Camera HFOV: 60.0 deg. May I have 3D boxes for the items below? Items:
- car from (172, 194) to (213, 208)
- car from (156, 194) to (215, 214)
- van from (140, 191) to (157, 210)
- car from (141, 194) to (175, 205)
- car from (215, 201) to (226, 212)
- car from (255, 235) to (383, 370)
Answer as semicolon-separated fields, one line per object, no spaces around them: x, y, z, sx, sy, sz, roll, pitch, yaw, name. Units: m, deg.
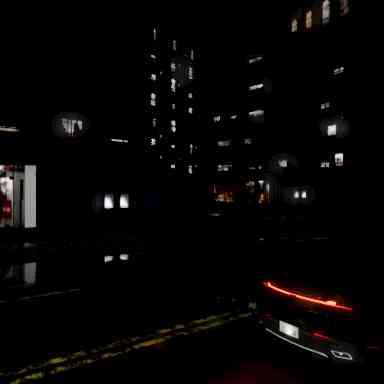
0.041;1.041;39.219;4.403;1.369;2.008;1;0;37;car
-0.614;1.138;29.221;4.403;1.369;2.008;1;0;37;car
-5.021;0.817;32.546;3.998;1.788;1.690;1;0;37;van
-4.373;0.961;42.543;4.206;1.307;1.802;1;0;37;car
0.848;1.067;31.344;5.008;1.535;1.882;2;1;37;car
3.230;1.507;5.617;4.892;1.490;1.837;0;0;-35;car
